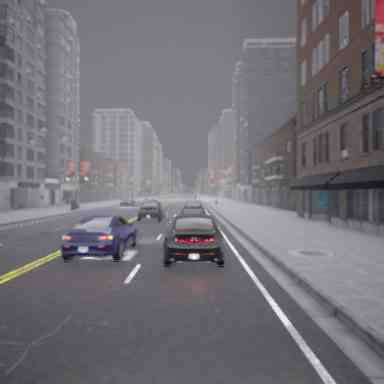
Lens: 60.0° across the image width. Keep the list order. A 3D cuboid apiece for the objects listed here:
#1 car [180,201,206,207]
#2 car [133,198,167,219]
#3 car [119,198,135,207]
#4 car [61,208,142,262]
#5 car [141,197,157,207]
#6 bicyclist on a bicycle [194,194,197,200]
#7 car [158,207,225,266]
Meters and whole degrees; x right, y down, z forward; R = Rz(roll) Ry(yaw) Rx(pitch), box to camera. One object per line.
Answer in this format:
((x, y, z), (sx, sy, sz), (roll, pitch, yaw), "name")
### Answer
((0.083, 1.486, 26.630), (2.128, 1.511, 4.902), (0, 0, 0), "car")
((-3.169, 1.500, 26.619), (1.837, 1.490, 4.892), (0, 0, 0), "car")
((-9.793, 1.556, 51.141), (1.994, 1.385, 4.181), (0, 0, 0), "car")
((-3.170, 1.522, 12.041), (1.812, 1.442, 4.674), (0, 0, 0), "car")
((-6.542, 1.556, 51.131), (1.994, 1.385, 4.181), (0, 0, 0), "car")
((0.933, 1.444, 88.667), (0.582, 1.620, 1.656), (0, 0, 0), "bicyclist on a bicycle")
((0.075, 1.502, 11.507), (1.837, 1.490, 4.892), (0, 0, 0), "car")
